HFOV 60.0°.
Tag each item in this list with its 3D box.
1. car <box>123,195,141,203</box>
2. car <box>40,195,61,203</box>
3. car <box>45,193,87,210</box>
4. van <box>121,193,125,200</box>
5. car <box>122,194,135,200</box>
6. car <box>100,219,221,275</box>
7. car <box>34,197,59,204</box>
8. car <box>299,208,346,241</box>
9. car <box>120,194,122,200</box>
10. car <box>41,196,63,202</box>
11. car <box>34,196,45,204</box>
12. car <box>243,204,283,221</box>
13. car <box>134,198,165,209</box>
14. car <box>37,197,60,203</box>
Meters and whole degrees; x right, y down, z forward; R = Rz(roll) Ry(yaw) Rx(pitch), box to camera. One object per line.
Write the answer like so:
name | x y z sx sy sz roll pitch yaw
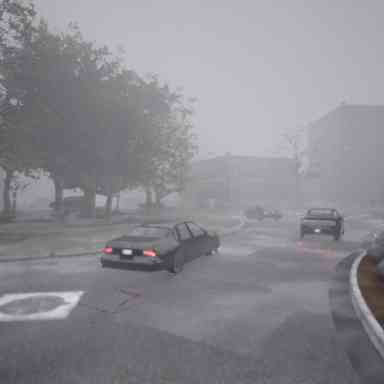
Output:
car | -13.125 1.956 78.233 4.792 1.488 2.163 0 0 -15
car | -35.172 1.724 82.697 4.553 1.767 2.185 0 0 -15
car | -17.067 1.560 46.585 5.566 2.045 2.150 0 -1 -9
van | -15.401 1.696 86.260 4.442 1.987 1.878 0 0 -15
car | -14.494 1.801 83.493 4.553 1.767 2.185 0 0 -15
car | -0.677 1.605 10.822 2.033 1.411 5.357 0 -1 23
car | -33.754 1.864 77.369 5.008 1.535 2.097 0 0 -15
car | 6.994 1.610 17.716 2.128 1.511 4.902 0 -1 28
car | -16.687 1.771 91.544 4.553 1.767 2.185 0 0 -15
car | -35.936 1.841 85.352 4.892 1.521 2.231 0 0 -15
car | -32.991 1.741 74.714 4.553 1.767 2.185 0 0 -15
car | 6.202 1.762 29.665 2.033 1.411 5.357 0 0 -10
car | -6.311 1.979 50.835 1.895 1.301 4.718 0 0 -43
car | -34.473 1.897 80.030 4.674 1.452 2.002 0 0 -15
